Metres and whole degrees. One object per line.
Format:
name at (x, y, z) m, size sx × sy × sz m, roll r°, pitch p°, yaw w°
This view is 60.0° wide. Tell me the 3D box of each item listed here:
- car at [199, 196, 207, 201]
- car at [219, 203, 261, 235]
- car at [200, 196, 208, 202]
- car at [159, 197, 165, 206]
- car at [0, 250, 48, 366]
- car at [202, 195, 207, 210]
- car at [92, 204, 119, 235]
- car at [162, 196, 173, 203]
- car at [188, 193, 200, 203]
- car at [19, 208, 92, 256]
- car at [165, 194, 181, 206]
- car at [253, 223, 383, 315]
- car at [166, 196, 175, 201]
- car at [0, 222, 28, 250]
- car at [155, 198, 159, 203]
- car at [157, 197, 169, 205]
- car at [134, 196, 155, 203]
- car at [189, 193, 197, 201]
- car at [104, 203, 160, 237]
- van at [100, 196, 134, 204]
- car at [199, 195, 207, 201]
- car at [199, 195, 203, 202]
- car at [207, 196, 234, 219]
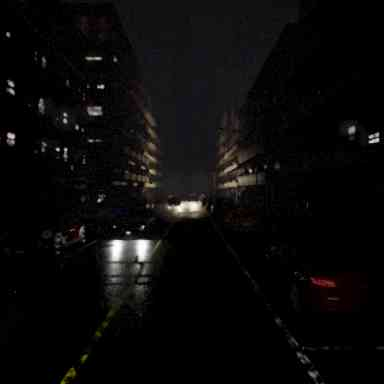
car at (2.897, 1.695, 85.716) m, size 1.947 × 1.339 × 4.313 m, roll -1°, pitch 0°, yaw 0°
car at (2.728, 1.552, 18.662) m, size 1.752 × 1.417 × 4.829 m, roll -1°, pitch 0°, yaw 0°
car at (2.883, 1.646, 80.284) m, size 1.752 × 1.417 × 4.829 m, roll -1°, pitch 0°, yaw 0°
car at (-5.554, 1.668, 57.756) m, size 1.802 × 1.307 × 4.206 m, roll -1°, pitch 0°, yaw 0°
car at (-3.067, 1.551, 1.961) m, size 2.033 × 1.411 × 5.357 m, roll 0°, pitch 0°, yaw 0°
car at (2.781, 1.375, 40.901) m, size 2.192 × 1.841 × 5.009 m, roll -1°, pitch 0°, yaw 0°
car at (-5.619, 1.578, 18.541) m, size 2.008 × 1.369 × 4.403 m, roll -1°, pitch 0°, yaw 0°
car at (-5.511, 1.663, 74.562) m, size 2.008 × 1.369 × 4.403 m, roll -1°, pitch 0°, yaw 0°
car at (0.177, 1.485, 69.930) m, size 1.812 × 1.442 × 4.674 m, roll 0°, pitch 0°, yaw 0°
car at (-5.635, 1.459, 12.940) m, size 1.967 × 1.590 × 4.097 m, roll -1°, pitch 0°, yaw 0°
car at (-2.923, 1.560, 55.480) m, size 1.882 × 1.535 × 5.008 m, roll 0°, pitch 0°, yaw 1°
car at (2.700, 1.593, 7.288) m, size 1.802 × 1.307 × 4.206 m, roll -1°, pitch 0°, yaw 0°
car at (-5.483, 1.680, 85.766) m, size 2.008 × 1.369 × 4.403 m, roll -1°, pitch 0°, yaw 0°
car at (-5.647, 1.593, 7.338) m, size 1.802 × 1.307 × 4.206 m, roll -1°, pitch 0°, yaw 0°
car at (-5.603, 1.611, 40.950) m, size 2.008 × 1.369 × 4.403 m, roll -1°, pitch 0°, yaw 0°
car at (-5.540, 1.676, 63.358) m, size 1.802 × 1.307 × 4.206 m, roll -1°, pitch 0°, yaw 0°
car at (-5.603, 1.367, 35.348) m, size 2.192 × 1.841 × 5.009 m, roll -1°, pitch 0°, yaw 0°
car at (0.221, 1.230, 87.327) m, size 2.150 × 2.045 × 5.566 m, roll 0°, pitch 0°, yaw 0°
car at (-3.057, 1.575, 18.484) m, size 2.033 × 1.411 × 5.357 m, roll 0°, pitch 0°, yaw -1°
van at (-5.608, 1.377, 24.144) m, size 1.690 × 1.788 × 3.998 m, roll -1°, pitch 0°, yaw 0°
car at (2.909, 1.578, 91.319) m, size 1.967 × 1.590 × 4.097 m, roll -1°, pitch 0°, yaw 0°
car at (2.492, 1.554, 51.737) m, size 1.882 × 1.535 × 5.008 m, roll 0°, pitch 0°, yaw 0°
car at (2.753, 1.358, 29.697) m, size 2.192 × 1.841 × 5.009 m, roll -1°, pitch 0°, yaw 0°
